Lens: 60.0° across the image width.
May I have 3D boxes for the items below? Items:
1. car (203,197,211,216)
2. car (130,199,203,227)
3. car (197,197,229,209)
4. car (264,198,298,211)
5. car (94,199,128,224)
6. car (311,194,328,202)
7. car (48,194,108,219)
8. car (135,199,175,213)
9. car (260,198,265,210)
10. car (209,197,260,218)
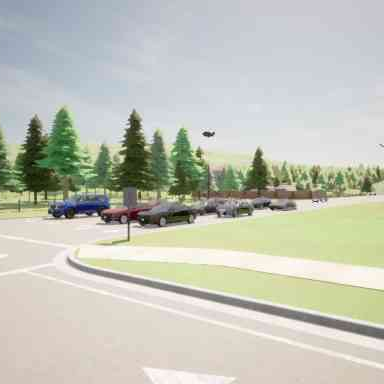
[{"bbox_3d":[1.313,1.547,32.827,2.033,1.411,5.357,0,0,37],"label":"car"},{"bbox_3d":[-1.627,1.478,22.900,1.882,1.535,5.008,0,0,36],"label":"car"},{"bbox_3d":[3.011,1.492,46.968,2.128,1.511,4.902,0,0,36],"label":"car"},{"bbox_3d":[11.117,1.546,40.274,2.033,1.411,5.357,0,0,36],"label":"car"},{"bbox_3d":[-4.498,1.478,24.904,1.882,1.535,5.008,0,0,36],"label":"car"},{"bbox_3d":[20.211,1.115,52.517,1.837,1.490,4.892,0,0,36],"label":"car"},{"bbox_3d":[-9.816,1.221,29.488,2.150,2.045,5.566,0,0,37],"label":"car"},{"bbox_3d":[-4.040,1.526,37.346,1.812,1.442,4.674,0,0,36],"label":"car"},{"bbox_3d":[8.878,1.478,43.130,1.882,1.535,5.008,0,0,36],"label":"car"},{"bbox_3d":[3.989,1.492,30.558,2.128,1.511,4.902,0,0,36],"label":"car"}]
